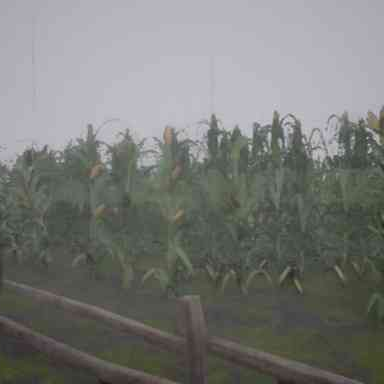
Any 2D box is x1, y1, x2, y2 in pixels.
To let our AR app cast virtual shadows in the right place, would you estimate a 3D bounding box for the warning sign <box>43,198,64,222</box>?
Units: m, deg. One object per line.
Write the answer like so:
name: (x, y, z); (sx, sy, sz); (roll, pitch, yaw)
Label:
warning sign: (-11.271, 1.455, 27.113); (1.300, 1.860, 1.060); (0, 0, 35)
